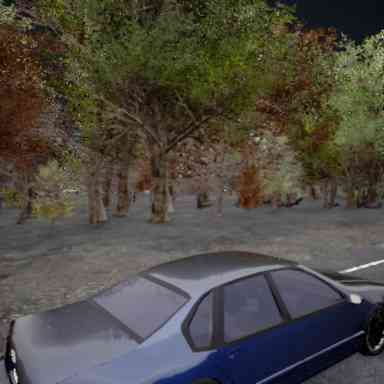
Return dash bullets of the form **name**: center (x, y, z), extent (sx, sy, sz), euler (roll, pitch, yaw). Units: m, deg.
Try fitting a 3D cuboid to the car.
- **car**: center (0.605, 1.512, 4.185), extent (5.357, 1.411, 2.033), euler (-1, 0, -35)
